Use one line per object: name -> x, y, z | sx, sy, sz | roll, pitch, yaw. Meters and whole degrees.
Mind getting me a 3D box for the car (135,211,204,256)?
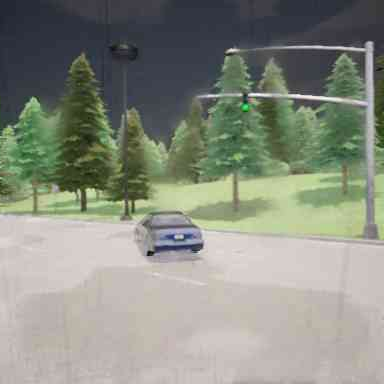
car -> -1.070, 1.444, 12.885 | 2.033, 1.411, 5.357 | -1, 0, -15
